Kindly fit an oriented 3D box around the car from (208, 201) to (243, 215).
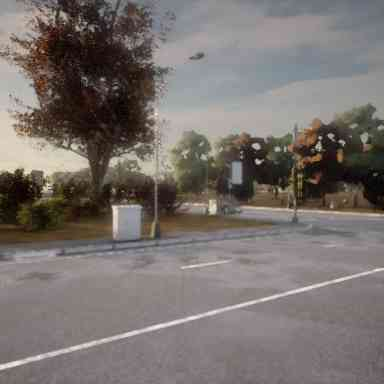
[{"bbox_3d":[3.783,1.762,38.207,2.128,1.511,4.902,1,1,-32],"label":"car"}]
